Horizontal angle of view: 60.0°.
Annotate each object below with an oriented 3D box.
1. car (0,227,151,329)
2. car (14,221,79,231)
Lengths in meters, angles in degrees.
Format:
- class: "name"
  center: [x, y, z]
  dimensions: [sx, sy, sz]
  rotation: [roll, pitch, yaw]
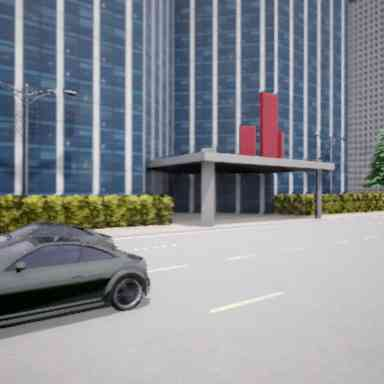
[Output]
- class: "car"
  center: [-2.883, 1.563, 6.226]
  dimensions: [4.181, 1.385, 1.994]
  rotation: [0, 0, -35]
- class: "car"
  center: [-4.307, 1.563, 9.505]
  dimensions: [4.181, 1.385, 1.994]
  rotation: [0, 0, -35]
